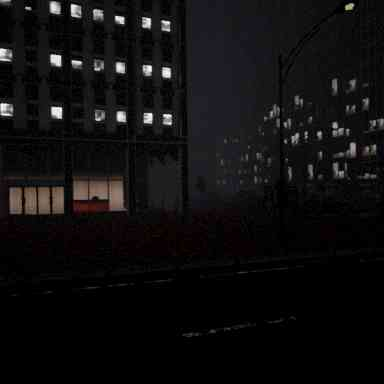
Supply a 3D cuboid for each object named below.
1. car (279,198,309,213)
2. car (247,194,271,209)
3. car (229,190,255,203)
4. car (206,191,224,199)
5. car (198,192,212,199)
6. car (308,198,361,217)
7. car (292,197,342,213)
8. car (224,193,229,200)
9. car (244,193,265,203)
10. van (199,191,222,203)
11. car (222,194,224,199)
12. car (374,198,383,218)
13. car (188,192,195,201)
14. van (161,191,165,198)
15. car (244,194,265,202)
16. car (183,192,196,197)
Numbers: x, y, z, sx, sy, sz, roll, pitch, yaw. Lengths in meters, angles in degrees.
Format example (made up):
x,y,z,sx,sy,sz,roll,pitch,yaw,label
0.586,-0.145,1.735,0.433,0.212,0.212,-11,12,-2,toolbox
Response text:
x,y,z,sx,sy,sz,roll,pitch,yaw,label
10.801,1.399,34.676,1.802,1.307,4.206,0,1,-20,car
8.905,1.331,40.034,1.947,1.339,4.313,0,1,-20,car
8.924,0.751,56.976,2.150,2.045,5.566,-1,1,-20,car
5.124,0.634,74.953,2.192,1.841,5.009,0,1,-20,car
3.173,0.706,80.293,1.967,1.590,4.097,0,1,-20,car
12.735,1.434,29.330,1.947,1.339,4.313,0,1,-20,car
13.282,1.320,35.744,2.033,1.411,5.357,-1,1,-20,car
7.075,0.954,69.618,1.802,1.307,4.206,0,1,-20,car
9.748,1.228,45.432,2.033,1.411,5.357,-1,1,-20,car
3.104,0.952,56.064,1.690,1.788,3.998,0,1,-20,van
4.319,0.931,69.597,1.812,1.442,4.674,-1,1,-20,car
16.820,1.216,26.102,2.097,1.767,4.553,-1,1,-21,car
-0.796,1.056,66.743,2.008,1.369,4.403,0,1,-20,car
-6.648,0.687,82.756,1.690,1.788,3.998,0,1,-20,van
10.976,1.059,58.940,1.802,1.307,4.206,0,1,-20,car
-0.727,0.710,90.970,2.008,1.369,4.403,0,1,-20,car
